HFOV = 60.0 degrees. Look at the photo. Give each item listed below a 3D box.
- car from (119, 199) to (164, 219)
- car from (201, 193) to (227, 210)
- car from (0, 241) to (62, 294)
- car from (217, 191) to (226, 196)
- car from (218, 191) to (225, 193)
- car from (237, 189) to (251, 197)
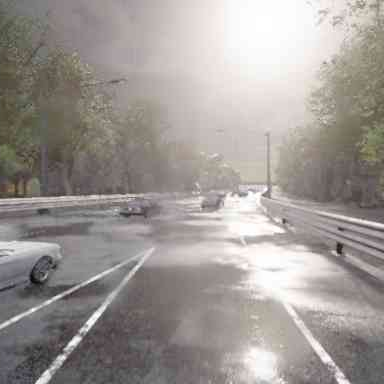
[{"bbox_3d":[-3.777,1.242,25.776,2.033,1.411,5.357,1,1,13],"label":"car"},{"bbox_3d":[2.324,1.153,36.684,2.033,1.411,5.357,1,1,13],"label":"car"},{"bbox_3d":[-4.647,1.509,6.421,1.895,1.301,4.718,1,1,13],"label":"car"},{"bbox_3d":[8.584,0.440,95.062,1.994,1.385,4.181,1,1,13],"label":"car"},{"bbox_3d":[6.091,0.751,68.650,1.812,1.442,4.674,1,1,13],"label":"car"},{"bbox_3d":[13.213,0.579,83.972,1.837,1.490,4.892,1,1,13],"label":"car"}]
